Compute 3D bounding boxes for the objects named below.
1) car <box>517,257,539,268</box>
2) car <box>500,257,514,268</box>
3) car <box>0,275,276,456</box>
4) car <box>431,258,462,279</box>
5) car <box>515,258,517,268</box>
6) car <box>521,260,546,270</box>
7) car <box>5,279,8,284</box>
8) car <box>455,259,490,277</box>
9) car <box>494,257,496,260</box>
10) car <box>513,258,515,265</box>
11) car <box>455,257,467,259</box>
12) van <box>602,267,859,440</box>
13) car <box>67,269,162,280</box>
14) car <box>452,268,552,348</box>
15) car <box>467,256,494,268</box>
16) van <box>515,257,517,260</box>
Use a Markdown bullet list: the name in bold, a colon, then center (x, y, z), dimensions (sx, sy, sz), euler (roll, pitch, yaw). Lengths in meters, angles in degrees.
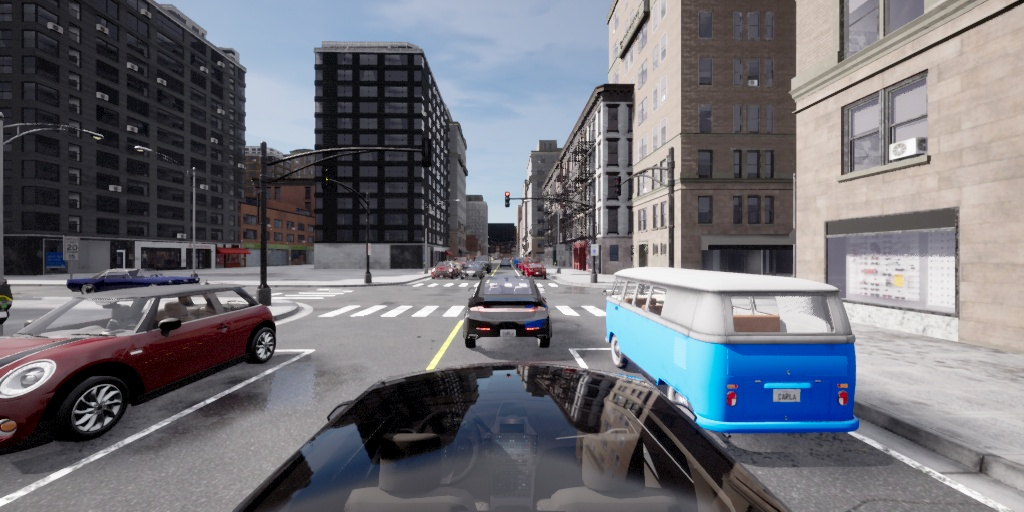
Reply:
- **car**: center (1.975, 1.065, 37.549), dimensions (2.192, 1.841, 5.009), euler (0, 0, -1)
- **car**: center (-1.131, 1.309, 62.301), dimensions (1.994, 1.385, 4.181), euler (0, 0, -1)
- **car**: center (-5.440, 1.190, 5.114), dimensions (1.967, 1.591, 4.097), euler (0, 0, -1)
- **car**: center (-5.947, 1.190, 31.990), dimensions (1.967, 1.591, 4.097), euler (0, 0, -1)
- **car**: center (1.770, 1.294, 48.367), dimensions (1.888, 1.381, 4.507), euler (0, 0, -1)
- **car**: center (2.077, 1.295, 32.141), dimensions (1.888, 1.381, 4.507), euler (0, 0, -1)
- **car**: center (-27.473, 1.155, 16.927), dimensions (5.357, 1.411, 2.033), euler (0, 0, -1)
- **car**: center (-3.395, 1.242, 31.638), dimensions (2.128, 1.511, 4.902), euler (0, 0, -1)
- **car**: center (-3.782, 1.296, 52.203), dimensions (2.033, 1.411, 5.357), euler (0, 0, -1)
- **car**: center (1.566, 1.312, 59.184), dimensions (1.948, 1.339, 4.313), euler (0, 0, -1)
- **car**: center (-6.151, 1.065, 42.806), dimensions (2.192, 1.841, 5.009), euler (0, 0, -1)
- **van**: center (2.584, 1.091, 5.265), dimensions (1.690, 1.789, 3.998), euler (0, 0, -1)
- **car**: center (-17.814, 1.263, 17.114), dimensions (4.718, 1.301, 1.895), euler (0, 0, -1)
- **car**: center (-0.126, 1.242, 9.200), dimensions (2.128, 1.511, 4.902), euler (0, 0, -1)
- **car**: center (-3.586, 0.972, 41.801), dimensions (2.150, 2.045, 5.566), euler (0, 0, 0)
- **van**: center (1.668, 1.089, 53.776), dimensions (1.690, 1.789, 3.998), euler (0, 0, -1)
